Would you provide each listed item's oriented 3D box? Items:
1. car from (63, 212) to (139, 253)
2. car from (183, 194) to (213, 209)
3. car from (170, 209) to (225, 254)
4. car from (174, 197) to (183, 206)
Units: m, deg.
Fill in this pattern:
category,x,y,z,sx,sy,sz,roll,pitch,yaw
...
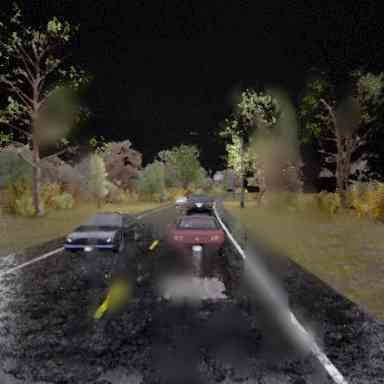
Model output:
category,x,y,z,sx,sy,sz,roll,pitch,yaw
car,-3.462,1.545,13.869,2.033,1.411,5.357,0,0,1
car,0.681,1.215,29.691,2.150,2.045,5.566,0,0,2
car,0.220,1.598,13.374,1.895,1.301,4.718,0,0,1
car,-1.644,1.514,54.786,1.812,1.442,4.674,0,0,4
